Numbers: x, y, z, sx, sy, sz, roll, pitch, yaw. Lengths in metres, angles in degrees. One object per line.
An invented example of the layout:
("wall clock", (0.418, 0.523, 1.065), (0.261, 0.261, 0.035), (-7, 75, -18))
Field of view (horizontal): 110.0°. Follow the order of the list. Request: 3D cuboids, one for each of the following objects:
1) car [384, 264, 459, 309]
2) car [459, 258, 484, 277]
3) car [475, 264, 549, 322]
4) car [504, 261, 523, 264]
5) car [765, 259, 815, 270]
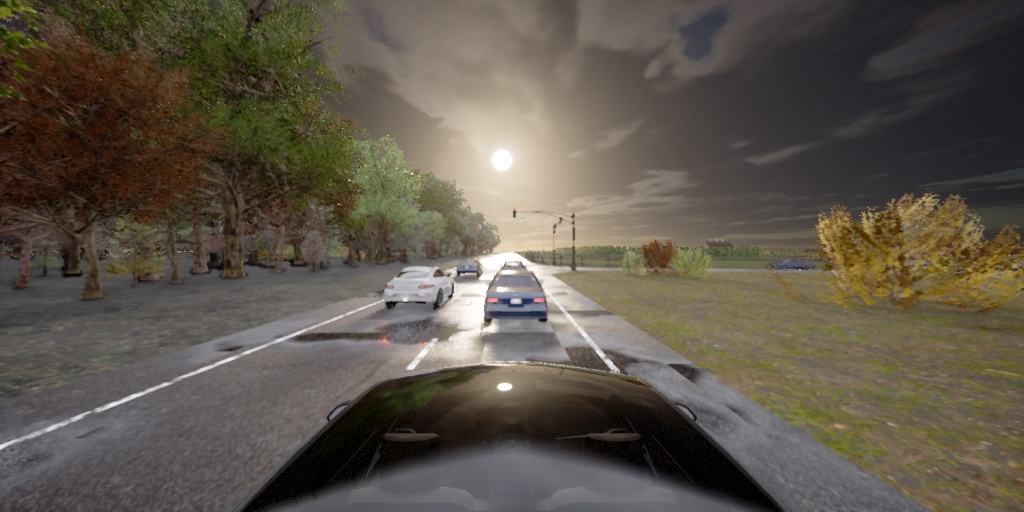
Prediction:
("car", (-3.402, 1.102, 13.748), (1.812, 1.442, 4.674), (0, 1, 0))
("car", (-3.402, 0.895, 29.575), (2.033, 1.411, 5.357), (0, 1, 0))
("car", (0.099, 1.155, 11.552), (2.033, 1.411, 5.357), (0, 1, 0))
("car", (0.104, 0.995, 23.837), (1.994, 1.385, 4.181), (0, 1, 0))
("car", (35.551, 1.096, 45.873), (5.357, 1.411, 2.033), (1, 0, 1))
